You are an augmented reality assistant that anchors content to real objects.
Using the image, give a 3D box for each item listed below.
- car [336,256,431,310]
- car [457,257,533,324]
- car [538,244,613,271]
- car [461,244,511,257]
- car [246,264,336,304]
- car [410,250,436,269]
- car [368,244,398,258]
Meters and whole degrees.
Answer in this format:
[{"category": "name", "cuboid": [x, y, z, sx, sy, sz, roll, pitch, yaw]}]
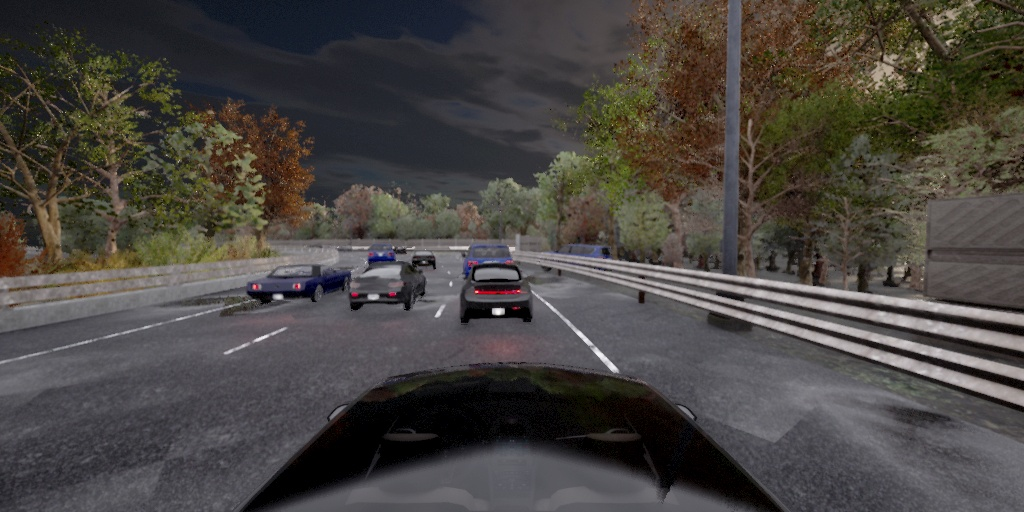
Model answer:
[{"category": "car", "cuboid": [-4.152, 0.910, 12.425, 1.812, 1.442, 4.674, 0, 2, -6]}, {"category": "car", "cuboid": [-0.535, 0.946, 10.636, 1.837, 1.490, 4.892, 0, 2, -5]}, {"category": "car", "cuboid": [4.491, 0.175, 25.693, 5.566, 2.045, 2.150, 6, 3, 40]}, {"category": "car", "cuboid": [-1.252, 0.422, 17.637, 2.150, 2.045, 5.566, 0, 2, -9]}, {"category": "car", "cuboid": [-7.799, 0.944, 13.754, 1.895, 1.301, 4.718, 0, 2, -7]}, {"category": "car", "cuboid": [-7.579, 0.240, 30.539, 1.882, 1.535, 5.008, 0, 2, -16]}, {"category": "car", "cuboid": [-11.788, -0.080, 32.537, 2.150, 2.045, 5.566, -1, 2, -17]}]
